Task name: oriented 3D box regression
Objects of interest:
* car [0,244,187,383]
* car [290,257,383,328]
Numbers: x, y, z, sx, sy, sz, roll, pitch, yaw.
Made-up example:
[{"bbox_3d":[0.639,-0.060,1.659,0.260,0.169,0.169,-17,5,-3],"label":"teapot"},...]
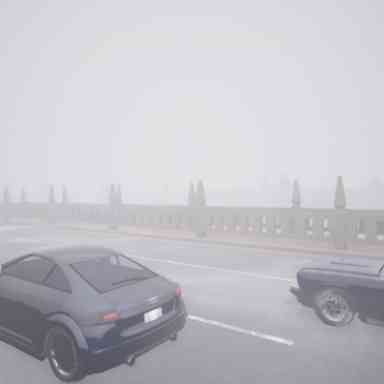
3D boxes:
[{"bbox_3d":[-2.139,1.587,5.515,4.181,1.385,1.994,0,0,35],"label":"car"},{"bbox_3d":[4.112,1.600,5.358,4.718,1.301,1.895,0,0,35],"label":"car"}]
